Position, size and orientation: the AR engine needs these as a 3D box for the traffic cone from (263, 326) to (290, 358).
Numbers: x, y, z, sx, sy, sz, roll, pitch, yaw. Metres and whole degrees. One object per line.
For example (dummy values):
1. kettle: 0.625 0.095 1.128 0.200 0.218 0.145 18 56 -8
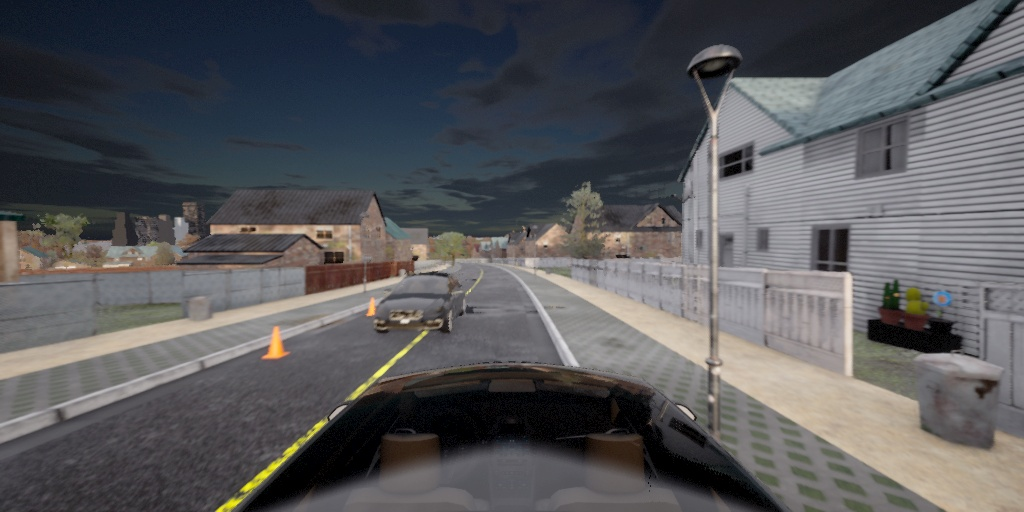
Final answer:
1. traffic cone: -4.727 1.706 7.198 0.340 0.580 0.340 0 0 0

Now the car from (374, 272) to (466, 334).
1. car: -2.483 1.254 10.675 1.837 1.490 4.892 0 0 -1

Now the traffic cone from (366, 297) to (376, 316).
1. traffic cone: -4.739 1.707 12.187 0.340 0.580 0.340 0 0 0
